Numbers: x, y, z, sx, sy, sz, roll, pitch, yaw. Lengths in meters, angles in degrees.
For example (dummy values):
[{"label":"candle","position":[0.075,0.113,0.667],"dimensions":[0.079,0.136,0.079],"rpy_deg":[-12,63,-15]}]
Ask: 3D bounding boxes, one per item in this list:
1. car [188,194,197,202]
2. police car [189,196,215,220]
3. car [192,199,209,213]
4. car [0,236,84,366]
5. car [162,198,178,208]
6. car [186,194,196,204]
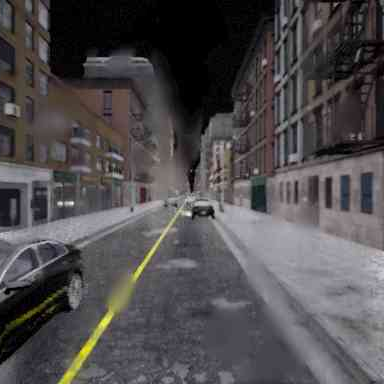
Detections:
[{"label":"car","position":[0.016,1.359,79.465],"dimensions":[2.097,1.767,4.553],"rpy_deg":[0,0,0]},{"label":"police car","position":[0.905,1.418,28.570],"dimensions":[1.930,1.638,5.238],"rpy_deg":[0,0,0]},{"label":"car","position":[0.908,1.525,38.461],"dimensions":[1.812,1.442,4.674],"rpy_deg":[0,0,0]},{"label":"car","position":[-3.099,1.489,4.893],"dimensions":[2.128,1.511,4.902],"rpy_deg":[0,0,0]},{"label":"car","position":[-3.054,1.540,48.196],"dimensions":[1.812,1.442,4.674],"rpy_deg":[0,0,0]},{"label":"car","position":[0.012,1.314,64.051],"dimensions":[2.150,2.045,5.566],"rpy_deg":[0,0,0]}]
